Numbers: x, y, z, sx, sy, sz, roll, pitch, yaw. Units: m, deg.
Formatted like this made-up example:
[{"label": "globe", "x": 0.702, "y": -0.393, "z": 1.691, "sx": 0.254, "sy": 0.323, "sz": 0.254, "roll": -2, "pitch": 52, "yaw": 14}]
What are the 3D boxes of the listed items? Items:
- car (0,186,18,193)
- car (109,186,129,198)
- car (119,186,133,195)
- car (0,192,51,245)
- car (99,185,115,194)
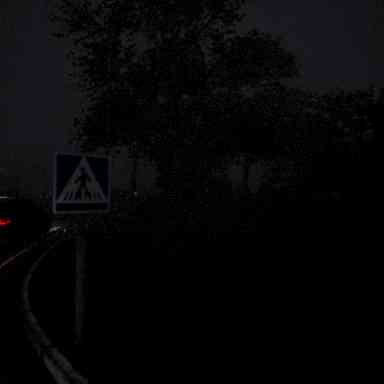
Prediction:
[{"label": "car", "x": -26.755, "y": -0.146, "z": 47.975, "sx": 1.812, "sy": 1.442, "sz": 4.674, "roll": 1, "pitch": 2, "yaw": -4}, {"label": "car", "x": -11.446, "y": 0.108, "z": 52.338, "sx": 2.033, "sy": 1.411, "sz": 5.357, "roll": 1, "pitch": 2, "yaw": -4}, {"label": "car", "x": -12.177, "y": -0.294, "z": 61.910, "sx": 1.994, "sy": 1.385, "sz": 4.181, "roll": 1, "pitch": 2, "yaw": -4}, {"label": "car", "x": -8.831, "y": 1.274, "z": 16.280, "sx": 2.150, "sy": 2.045, "sz": 5.566, "roll": 1, "pitch": 2, "yaw": -4}, {"label": "car", "x": -15.665, "y": -0.450, "z": 61.657, "sx": 2.128, "sy": 1.511, "sz": 4.902, "roll": 1, "pitch": 2, "yaw": -4}]
